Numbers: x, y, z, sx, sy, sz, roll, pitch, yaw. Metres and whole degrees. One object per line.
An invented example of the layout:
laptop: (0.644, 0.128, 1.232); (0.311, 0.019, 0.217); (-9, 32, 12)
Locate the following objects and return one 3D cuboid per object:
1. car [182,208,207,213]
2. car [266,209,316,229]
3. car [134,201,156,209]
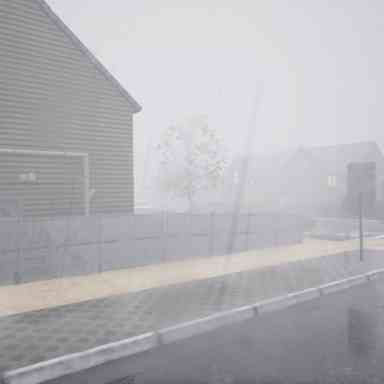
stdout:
car: (0.651, 2.182, 31.407); (1.895, 1.301, 4.718); (-1, -1, -35)
car: (6.452, 1.907, 23.249); (1.994, 1.385, 4.181); (-1, -1, -36)
car: (-6.508, 2.097, 41.483); (2.150, 2.045, 5.566); (-1, -1, -35)
